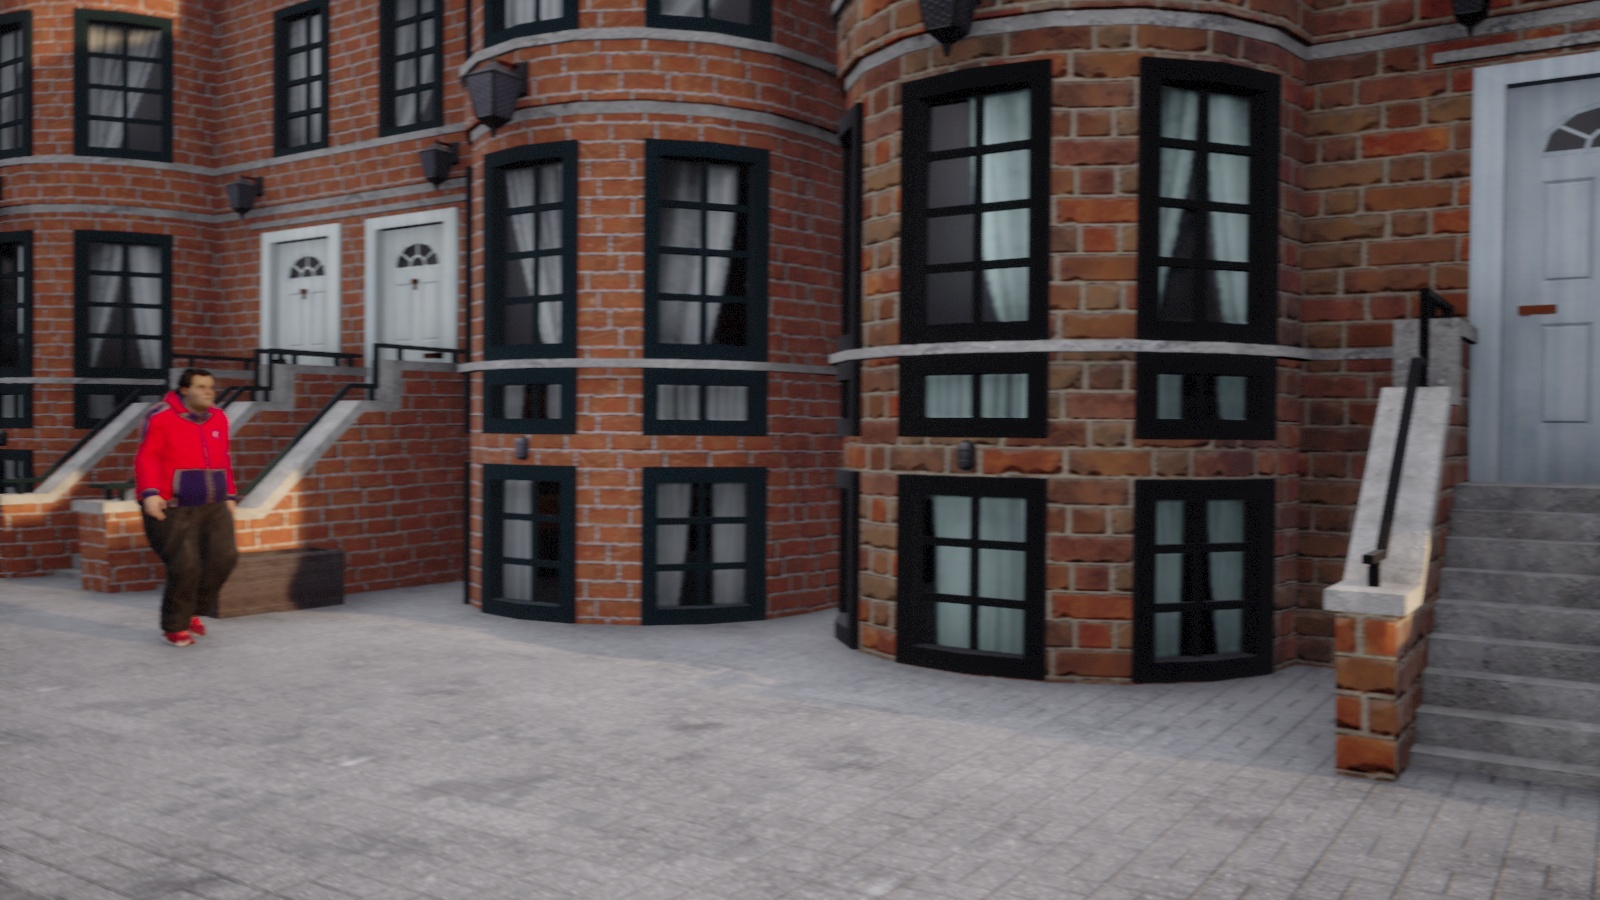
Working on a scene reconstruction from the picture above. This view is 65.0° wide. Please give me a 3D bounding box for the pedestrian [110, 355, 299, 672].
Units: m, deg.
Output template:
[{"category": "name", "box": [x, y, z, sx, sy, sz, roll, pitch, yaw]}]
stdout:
[{"category": "pedestrian", "box": [-3.691, 0.369, 7.796, 0.899, 1.844, 0.634, 0, 1, 29]}]
